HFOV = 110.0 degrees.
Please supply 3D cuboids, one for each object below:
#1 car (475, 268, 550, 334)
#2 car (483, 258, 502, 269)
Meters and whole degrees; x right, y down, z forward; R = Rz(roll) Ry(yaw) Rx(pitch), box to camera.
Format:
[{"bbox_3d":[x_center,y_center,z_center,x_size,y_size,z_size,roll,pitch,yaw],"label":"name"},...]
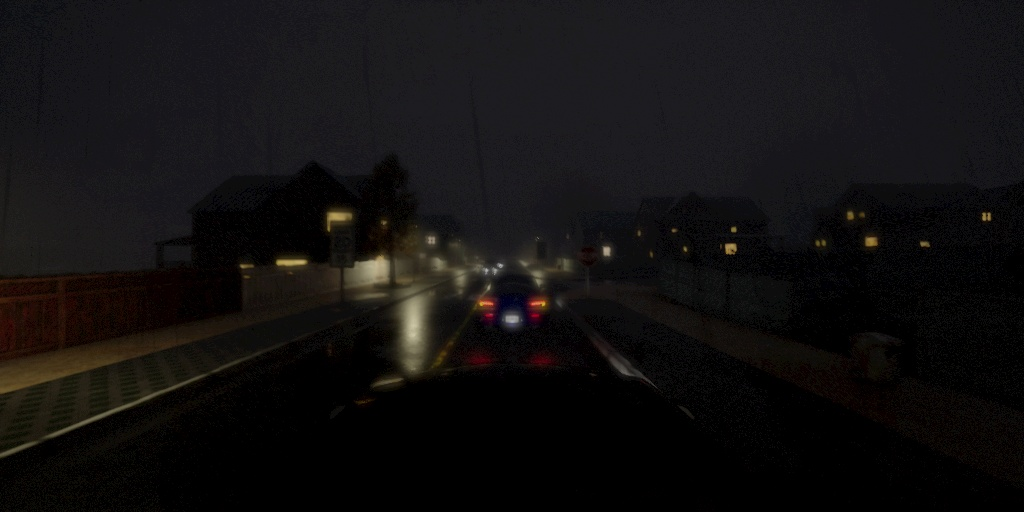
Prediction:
[{"bbox_3d":[0.023,1.230,10.301,1.812,1.442,4.674,0,0,0],"label":"car"},{"bbox_3d":[-2.868,1.054,49.796,1.994,1.385,4.181,0,0,0],"label":"car"}]
